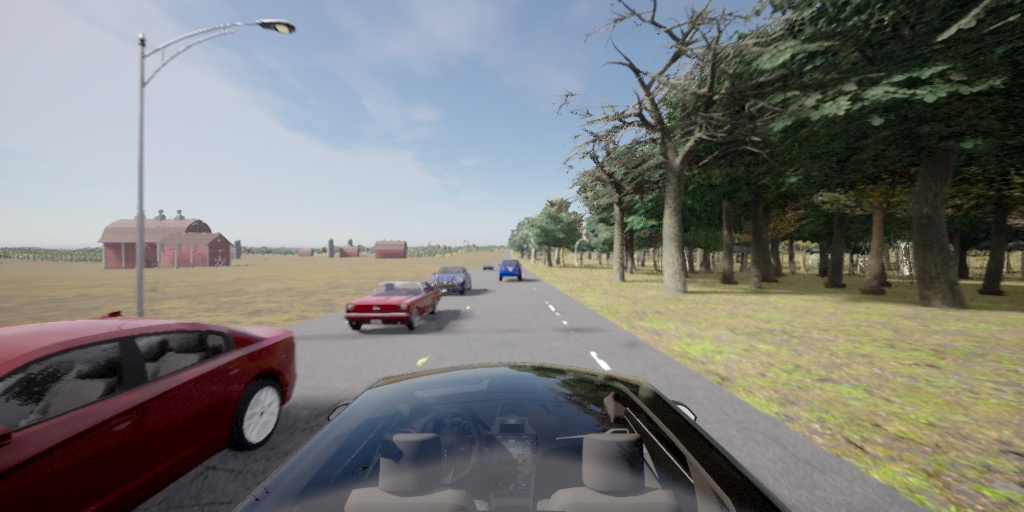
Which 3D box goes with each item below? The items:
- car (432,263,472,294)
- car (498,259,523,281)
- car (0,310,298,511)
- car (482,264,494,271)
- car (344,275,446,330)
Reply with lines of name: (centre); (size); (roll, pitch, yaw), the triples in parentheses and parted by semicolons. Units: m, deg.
car: (-3.725, 1.353, 22.139); (2.097, 1.767, 4.553); (0, -1, 0)
car: (-0.155, 1.323, 34.648); (2.150, 2.045, 5.566); (0, 0, -1)
car: (-3.583, 1.249, 2.402); (1.882, 1.535, 5.008); (0, -1, -1)
car: (-3.977, 1.928, 60.545); (1.895, 1.301, 4.718); (0, 0, 0)
car: (-3.663, 1.490, 11.847); (1.895, 1.301, 4.718); (0, -1, -1)
